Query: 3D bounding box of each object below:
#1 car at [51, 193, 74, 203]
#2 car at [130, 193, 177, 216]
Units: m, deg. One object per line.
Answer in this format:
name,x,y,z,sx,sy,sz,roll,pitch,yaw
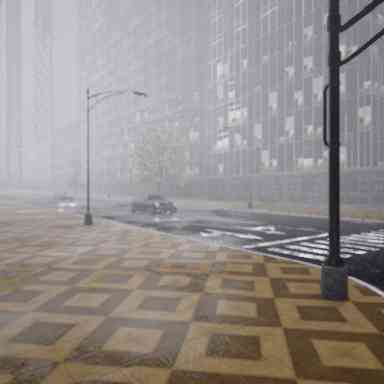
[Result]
car,-17.696,0.730,45.457,1.895,1.301,4.718,0,1,-38
car,-3.152,0.913,26.814,2.097,1.767,4.553,0,1,-38
